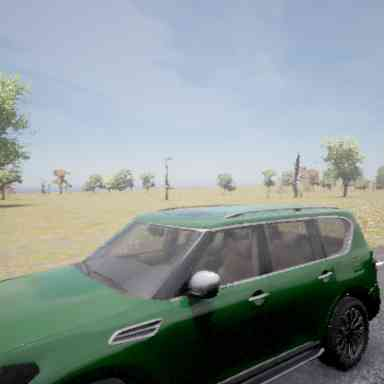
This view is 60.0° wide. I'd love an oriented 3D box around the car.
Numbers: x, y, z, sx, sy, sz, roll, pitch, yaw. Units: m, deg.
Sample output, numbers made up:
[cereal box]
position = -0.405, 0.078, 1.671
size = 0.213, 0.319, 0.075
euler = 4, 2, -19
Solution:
[car]
position = 0.131, 1.213, 4.105
size = 5.566, 2.045, 2.150
euler = 0, 0, -36
